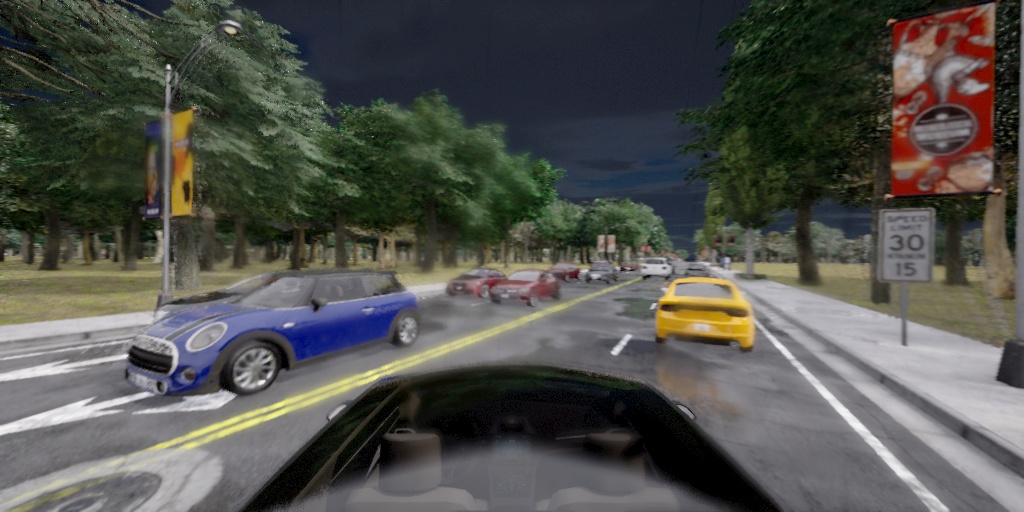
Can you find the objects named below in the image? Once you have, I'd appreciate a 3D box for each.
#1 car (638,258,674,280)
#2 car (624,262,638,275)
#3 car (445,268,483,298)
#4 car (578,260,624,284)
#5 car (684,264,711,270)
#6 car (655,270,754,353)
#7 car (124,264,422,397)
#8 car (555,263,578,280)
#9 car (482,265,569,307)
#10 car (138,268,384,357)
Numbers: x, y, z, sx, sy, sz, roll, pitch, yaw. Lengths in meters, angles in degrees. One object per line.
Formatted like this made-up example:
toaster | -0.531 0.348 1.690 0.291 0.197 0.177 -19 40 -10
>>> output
car | 13.574 1.187 33.516 2.150 2.045 5.566 1 0 27
car | 13.271 1.282 40.222 1.895 1.301 4.718 1 0 27
car | -1.557 1.310 18.399 1.994 1.385 4.181 1 0 27
car | 7.162 1.362 28.373 2.128 1.511 4.902 1 0 27
car | 16.165 1.488 31.340 2.128 1.511 4.902 1 0 27
car | 4.960 1.300 9.376 1.882 1.535 5.008 1 0 28
car | -3.835 1.056 6.706 2.097 1.767 4.553 1 0 27
car | 4.329 1.315 29.961 1.882 1.535 5.008 1 0 27
car | 0.790 1.299 15.832 1.812 1.442 4.674 1 0 27
car | -6.063 1.169 9.484 2.128 1.511 4.902 1 0 28
